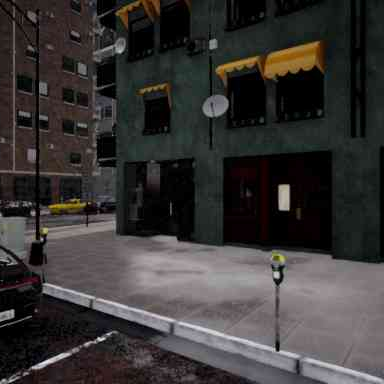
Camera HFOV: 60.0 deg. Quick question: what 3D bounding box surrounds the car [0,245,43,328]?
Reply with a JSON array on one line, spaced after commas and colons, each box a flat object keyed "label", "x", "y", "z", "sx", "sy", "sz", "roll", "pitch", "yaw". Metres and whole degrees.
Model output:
[{"label": "car", "x": -4.469, "y": 1.551, "z": 6.054, "sx": 4.403, "sy": 1.369, "sz": 2.008, "roll": 0, "pitch": 0, "yaw": 35}]

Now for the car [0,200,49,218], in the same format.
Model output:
[{"label": "car", "x": -14.045, "y": 1.350, "z": 26.058, "sx": 2.008, "sy": 1.369, "sz": 4.403, "roll": 1, "pitch": 1, "yaw": 35}]

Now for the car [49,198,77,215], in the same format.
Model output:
[{"label": "car", "x": -10.958, "y": 1.249, "z": 30.486, "sx": 1.752, "sy": 1.417, "sz": 4.829, "roll": 1, "pitch": 1, "yaw": 35}]

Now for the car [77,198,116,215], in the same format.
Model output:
[{"label": "car", "x": -7.875, "y": 1.264, "z": 30.395, "sx": 1.994, "sy": 1.385, "sz": 4.181, "roll": 0, "pitch": 1, "yaw": 35}]
